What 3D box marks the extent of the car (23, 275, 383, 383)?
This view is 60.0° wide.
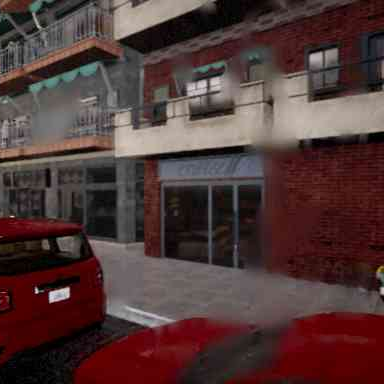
[{"bbox_3d":[1.039,1.545,2.136,4.507,1.381,1.887,0,0,36],"label":"car"}]

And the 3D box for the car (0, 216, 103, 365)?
[{"bbox_3d":[-3.544,1.332,5.408,5.009,1.841,2.192,0,0,36],"label":"car"}]
